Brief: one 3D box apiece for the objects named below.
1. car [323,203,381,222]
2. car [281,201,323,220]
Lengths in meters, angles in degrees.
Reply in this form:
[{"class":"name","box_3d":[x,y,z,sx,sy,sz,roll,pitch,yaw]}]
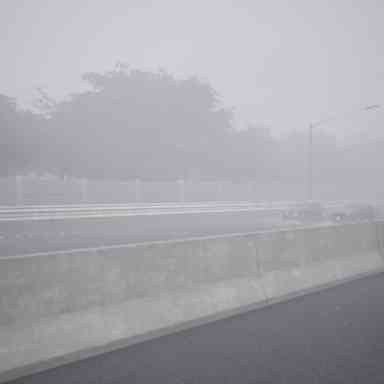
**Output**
[{"class":"car","box_3d":[13.128,1.603,26.634,5.357,1.411,2.033,0,0,-37]},{"class":"car","box_3d":[9.609,1.557,28.379,4.892,1.490,1.837,0,0,-37]}]
